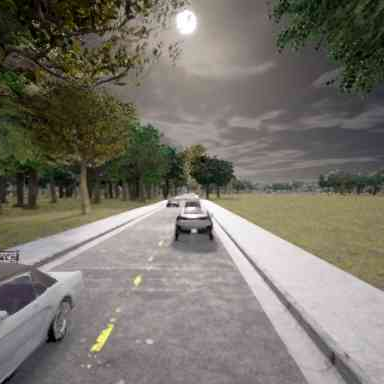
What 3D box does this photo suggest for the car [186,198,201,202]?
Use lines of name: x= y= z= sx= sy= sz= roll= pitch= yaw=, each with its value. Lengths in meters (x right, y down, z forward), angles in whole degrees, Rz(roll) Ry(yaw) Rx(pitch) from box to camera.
car: x=0.089 y=1.528 z=40.029 sx=1.837 sy=1.490 sz=4.892 roll=0 pitch=0 yaw=0

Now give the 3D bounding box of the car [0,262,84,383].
car: x=-2.852 y=1.602 z=3.667 sx=1.895 sy=1.301 sz=4.718 roll=0 pitch=0 yaw=0

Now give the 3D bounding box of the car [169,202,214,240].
car: x=0.095 y=1.500 z=17.023 sx=2.128 sy=1.511 sz=4.902 roll=0 pitch=0 yaw=0

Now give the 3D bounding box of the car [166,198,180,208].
car: x=-2.821 y=1.579 z=50.019 sx=2.033 sy=1.411 sz=5.357 roll=0 pitch=0 yaw=0
